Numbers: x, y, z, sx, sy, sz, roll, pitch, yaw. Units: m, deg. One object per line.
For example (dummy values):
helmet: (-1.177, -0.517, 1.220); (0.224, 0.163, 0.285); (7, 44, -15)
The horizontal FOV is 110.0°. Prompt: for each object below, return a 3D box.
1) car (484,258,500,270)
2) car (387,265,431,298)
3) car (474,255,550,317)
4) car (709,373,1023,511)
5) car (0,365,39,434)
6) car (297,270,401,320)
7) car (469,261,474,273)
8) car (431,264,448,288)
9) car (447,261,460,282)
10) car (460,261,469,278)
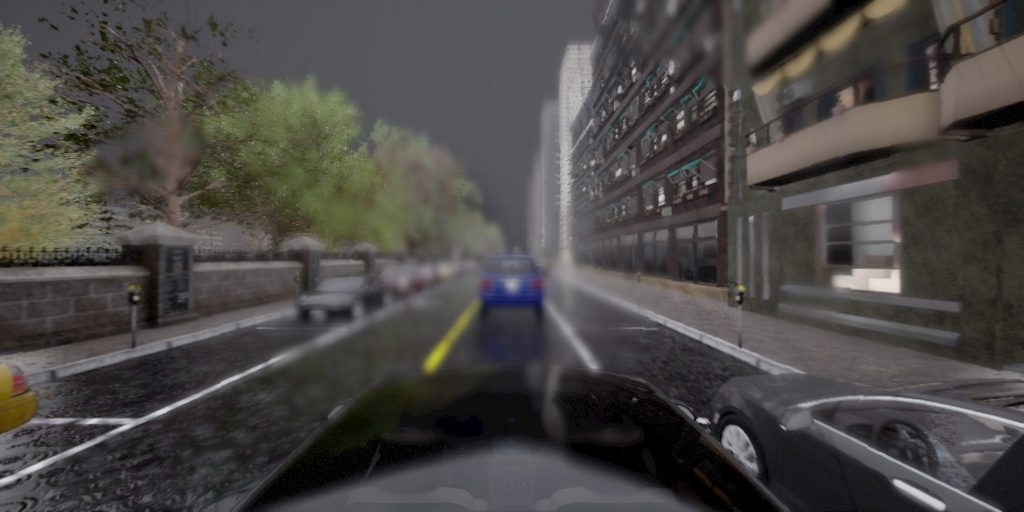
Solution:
car: (-3.036, 1.216, 54.485); (2.097, 1.767, 4.553); (0, 0, 1)
car: (-5.687, 1.221, 18.261); (1.967, 1.591, 4.097); (0, 0, 0)
car: (0.034, 0.995, 13.484); (2.150, 2.045, 5.566); (0, 0, 0)
car: (2.690, 1.300, 1.647); (2.007, 1.370, 4.403); (0, 0, 0)
car: (-5.690, 1.275, 1.475); (1.751, 1.417, 4.829); (0, 0, 0)
car: (-5.689, 1.336, 12.723); (1.948, 1.339, 4.313); (0, 0, 0)
car: (-5.760, 1.394, 45.953); (2.007, 1.370, 4.403); (0, 0, 0)
car: (-5.686, 1.375, 23.800); (1.802, 1.307, 4.207); (0, 0, 0)
car: (-5.686, 1.331, 29.168); (1.751, 1.417, 4.829); (0, 0, 0)
car: (-5.685, 1.257, 34.878); (1.967, 1.591, 4.097); (0, 0, 0)
